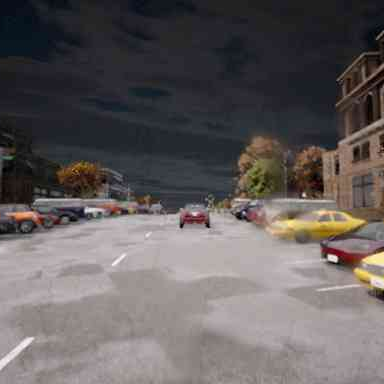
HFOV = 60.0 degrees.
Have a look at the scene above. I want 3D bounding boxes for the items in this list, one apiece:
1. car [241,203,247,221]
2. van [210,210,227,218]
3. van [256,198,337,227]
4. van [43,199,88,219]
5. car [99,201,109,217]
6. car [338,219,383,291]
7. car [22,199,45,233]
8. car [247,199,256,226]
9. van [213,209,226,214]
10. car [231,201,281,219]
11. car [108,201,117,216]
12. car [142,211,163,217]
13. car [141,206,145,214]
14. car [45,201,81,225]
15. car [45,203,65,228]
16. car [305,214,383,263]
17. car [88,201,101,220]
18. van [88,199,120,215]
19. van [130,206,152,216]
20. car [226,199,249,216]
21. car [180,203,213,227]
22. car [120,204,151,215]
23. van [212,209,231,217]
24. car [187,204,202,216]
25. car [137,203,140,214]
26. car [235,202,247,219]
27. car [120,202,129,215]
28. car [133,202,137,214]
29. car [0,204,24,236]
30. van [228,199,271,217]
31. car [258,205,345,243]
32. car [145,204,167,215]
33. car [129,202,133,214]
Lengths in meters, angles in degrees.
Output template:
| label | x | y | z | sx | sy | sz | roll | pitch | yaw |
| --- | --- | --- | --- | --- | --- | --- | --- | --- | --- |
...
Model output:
| label | x | y | z | sx | sy | sz | roll | pitch | yaw |
| --- | --- | --- | --- | --- | --- | --- | --- | --- | --- |
| car | 6.493 | 1.793 | 25.554 | 4.674 | 1.452 | 2.002 | 1 | -1 | -19 |
| van | 7.546 | 6.327 | 94.952 | 4.442 | 1.987 | 1.878 | 3 | -5 | -19 |
| van | 6.352 | 1.424 | 19.529 | 4.442 | 1.987 | 1.878 | 1 | -1 | -20 |
| van | -11.407 | 1.566 | 28.188 | 4.442 | 1.987 | 1.878 | 0 | -1 | -20 |
| car | -11.247 | 1.966 | 34.095 | 4.674 | 1.452 | 2.002 | 0 | -2 | -19 |
| car | 6.235 | 1.521 | 7.537 | 5.366 | 1.575 | 1.946 | 1 | 0 | -20 |
| car | -11.327 | 1.505 | 19.431 | 4.553 | 1.767 | 2.185 | 0 | -1 | -20 |
| car | 6.447 | 1.575 | 22.558 | 4.553 | 1.767 | 2.185 | 1 | -1 | -19 |
| van | 7.288 | 5.221 | 83.231 | 4.442 | 1.987 | 1.878 | 3 | -5 | -19 |
| car | 6.608 | 1.826 | 34.544 | 4.553 | 1.767 | 2.185 | 1 | -2 | -19 |
| car | -11.186 | 2.034 | 37.028 | 4.792 | 1.488 | 2.163 | 0 | -2 | -19 |
| car | -10.340 | 5.764 | 86.677 | 4.892 | 1.521 | 2.231 | 1 | -5 | -19 |
| car | -10.927 | 3.094 | 57.468 | 4.892 | 1.521 | 2.231 | 1 | -4 | -19 |
| car | -11.324 | 1.731 | 25.289 | 5.008 | 1.535 | 2.097 | 0 | -1 | -20 |
| car | -11.311 | 1.709 | 22.371 | 4.792 | 1.488 | 2.163 | 0 | -1 | -20 |
| car | 6.389 | 1.580 | 10.578 | 4.792 | 1.488 | 2.163 | 1 | 0 | -20 |
| car | -11.274 | 1.896 | 31.157 | 4.674 | 1.452 | 2.002 | 0 | -2 | -19 |
| van | -11.295 | 1.875 | 39.916 | 4.442 | 1.987 | 1.878 | 0 | -2 | -19 |
| van | -10.617 | 3.907 | 69.223 | 4.442 | 1.987 | 1.878 | 1 | -6 | -19 |
| car | 6.529 | 1.628 | 31.528 | 5.566 | 2.045 | 2.435 | 1 | -1 | -19 |
| car | 0.200 | 1.594 | 24.644 | 2.097 | 1.767 | 4.553 | 0 | -1 | 0 |
| car | -10.813 | 3.337 | 63.347 | 5.566 | 2.045 | 2.435 | 1 | -5 | -19 |
| van | 7.571 | 5.507 | 86.245 | 4.442 | 1.987 | 1.878 | 3 | -6 | -19 |
| car | 0.372 | 2.240 | 42.401 | 1.812 | 1.442 | 4.674 | 0 | -2 | 1 |
| car | -11.035 | 2.684 | 51.638 | 4.892 | 1.521 | 2.231 | 0 | -4 | -19 |
| car | 6.549 | 1.843 | 28.559 | 4.792 | 1.488 | 2.163 | 1 | -2 | -19 |
| car | -11.154 | 2.216 | 42.875 | 5.008 | 1.535 | 2.097 | 0 | -2 | -19 |
| car | -11.243 | 2.503 | 48.652 | 5.366 | 1.575 | 1.946 | 0 | -3 | -19 |
| car | -11.367 | 1.592 | 16.490 | 4.892 | 1.521 | 2.231 | -1 | 0 | -20 |
| van | 6.496 | 1.805 | 37.489 | 4.442 | 1.987 | 1.878 | 1 | -2 | -19 |
| car | 6.269 | 1.607 | 16.510 | 5.366 | 1.575 | 1.946 | 1 | 0 | -20 |
| car | -4.708 | 2.332 | 44.595 | 1.837 | 1.490 | 4.892 | 0 | -3 | 1 |
| car | -11.116 | 2.352 | 45.799 | 4.892 | 1.521 | 2.231 | 0 | -3 | -19 |
